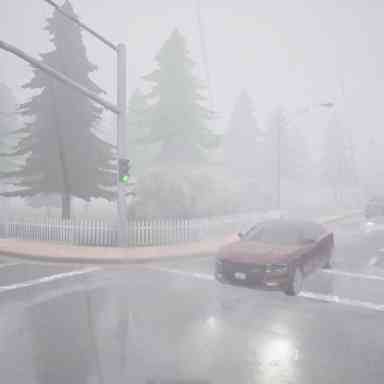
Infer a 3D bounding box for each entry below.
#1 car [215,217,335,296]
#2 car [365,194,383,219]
[{"bbox_3d":[2.474,1.493,9.075,1.882,1.535,5.008,0,0,36],"label":"car"},{"bbox_3d":[16.241,1.226,28.254,2.150,2.045,5.566,0,0,36],"label":"car"}]
